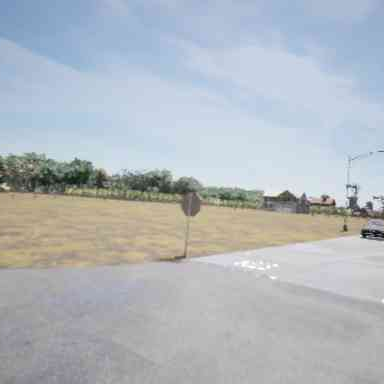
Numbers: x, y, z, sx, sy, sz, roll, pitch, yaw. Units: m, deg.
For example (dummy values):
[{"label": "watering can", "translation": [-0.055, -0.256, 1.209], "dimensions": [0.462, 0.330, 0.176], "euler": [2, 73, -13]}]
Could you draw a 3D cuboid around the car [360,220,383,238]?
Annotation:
[{"label": "car", "translation": [15.112, 2.999, 26.669], "dimensions": [2.033, 1.411, 5.357], "euler": [3, -2, 41]}]
